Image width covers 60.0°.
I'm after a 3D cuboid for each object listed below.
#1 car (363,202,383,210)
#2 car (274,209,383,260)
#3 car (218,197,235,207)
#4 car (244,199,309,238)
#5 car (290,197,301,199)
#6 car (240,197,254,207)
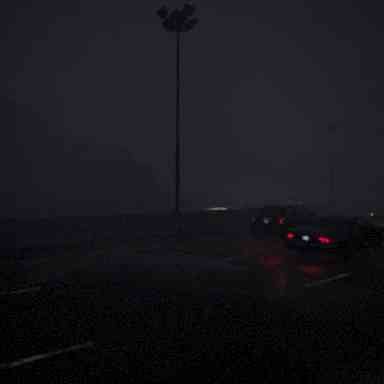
[{"bbox_3d":[16.203,1.620,29.305,1.812,1.442,4.674,0,0,36],"label":"car"},{"bbox_3d":[5.663,1.585,12.680,5.357,1.411,2.033,0,0,-41],"label":"car"},{"bbox_3d":[5.547,1.605,53.338,2.128,1.511,4.902,0,0,22],"label":"car"},{"bbox_3d":[5.014,1.395,16.797,4.553,1.767,2.097,0,0,-42],"label":"car"},{"bbox_3d":[15.622,1.484,50.344,2.097,1.767,4.553,0,0,21],"label":"car"},{"bbox_3d":[8.981,1.598,52.498,1.882,1.535,5.008,0,0,21],"label":"car"}]
